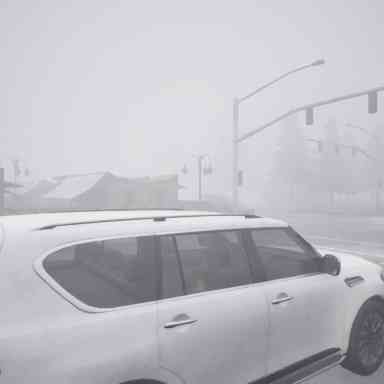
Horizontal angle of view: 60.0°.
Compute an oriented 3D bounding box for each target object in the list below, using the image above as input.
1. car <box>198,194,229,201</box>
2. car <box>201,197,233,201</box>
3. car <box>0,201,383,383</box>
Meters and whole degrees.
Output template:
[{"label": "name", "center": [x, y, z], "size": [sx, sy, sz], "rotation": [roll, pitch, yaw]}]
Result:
[{"label": "car", "center": [2.832, 1.221, 34.833], "size": [2.150, 2.045, 5.566], "rotation": [0, 0, -37]}, {"label": "car", "center": [3.197, 1.478, 28.431], "size": [1.882, 1.535, 5.008], "rotation": [0, 0, -35]}, {"label": "car", "center": [0.173, 1.221, 3.937], "size": [5.566, 2.045, 2.150], "rotation": [0, 0, -35]}]
